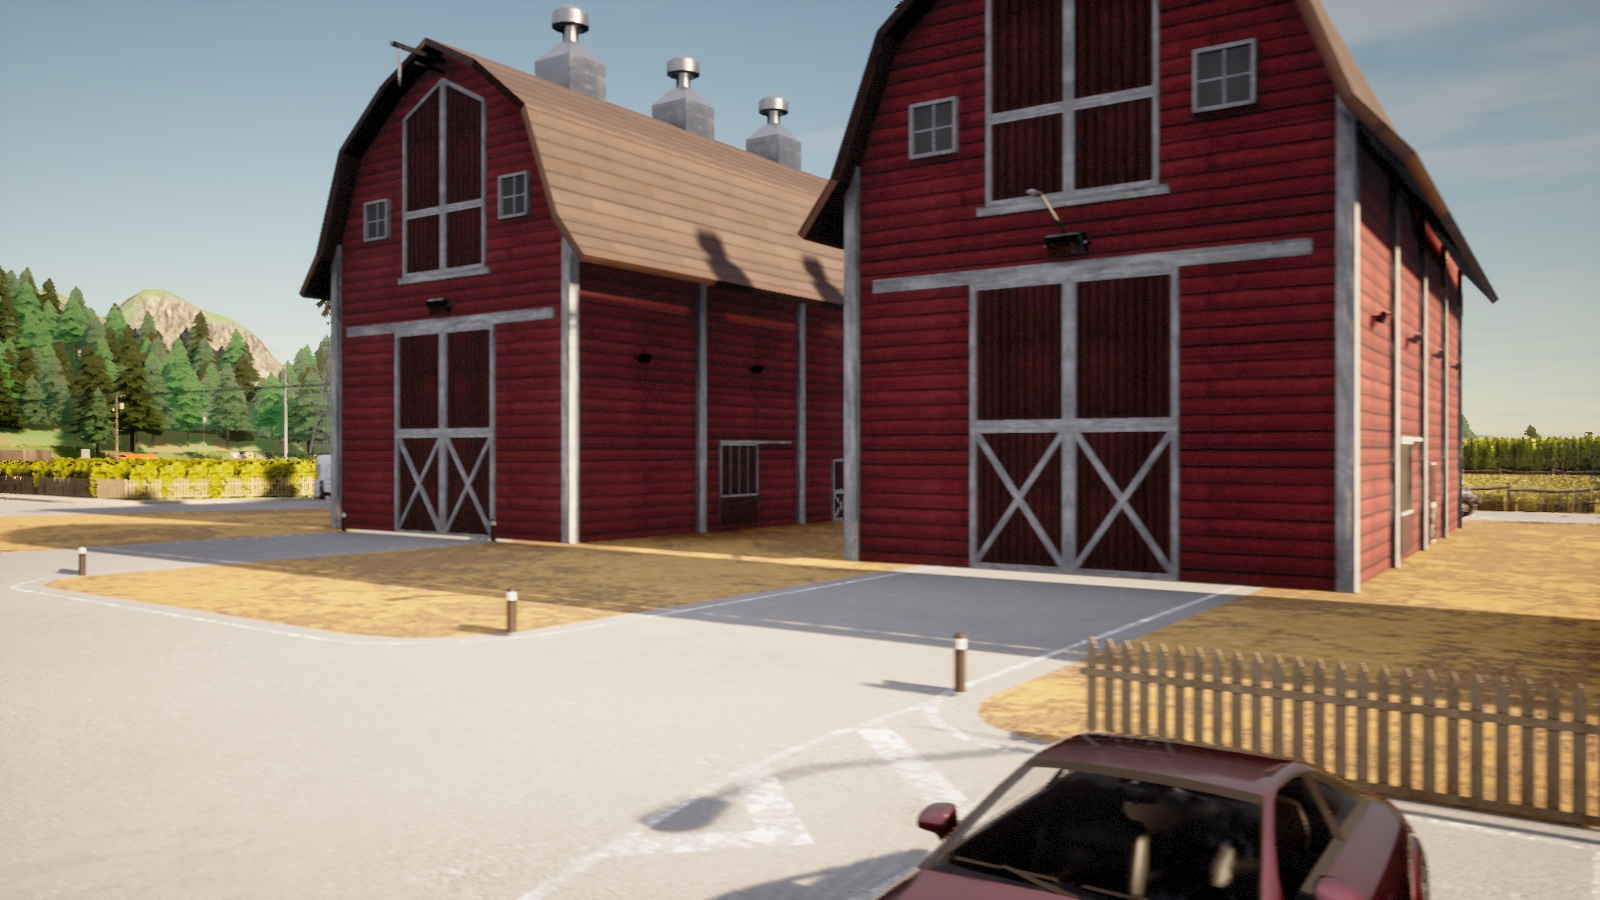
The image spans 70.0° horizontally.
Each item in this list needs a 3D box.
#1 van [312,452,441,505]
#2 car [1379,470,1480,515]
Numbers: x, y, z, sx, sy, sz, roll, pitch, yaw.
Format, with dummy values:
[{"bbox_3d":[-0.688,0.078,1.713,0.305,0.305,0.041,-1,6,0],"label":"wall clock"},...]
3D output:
[{"bbox_3d":[-21.591,1.410,58.369,5.915,2.561,1.988,0,0,-31],"label":"van"},{"bbox_3d":[28.029,1.857,50.866,3.866,1.878,1.905,0,0,32],"label":"car"}]
